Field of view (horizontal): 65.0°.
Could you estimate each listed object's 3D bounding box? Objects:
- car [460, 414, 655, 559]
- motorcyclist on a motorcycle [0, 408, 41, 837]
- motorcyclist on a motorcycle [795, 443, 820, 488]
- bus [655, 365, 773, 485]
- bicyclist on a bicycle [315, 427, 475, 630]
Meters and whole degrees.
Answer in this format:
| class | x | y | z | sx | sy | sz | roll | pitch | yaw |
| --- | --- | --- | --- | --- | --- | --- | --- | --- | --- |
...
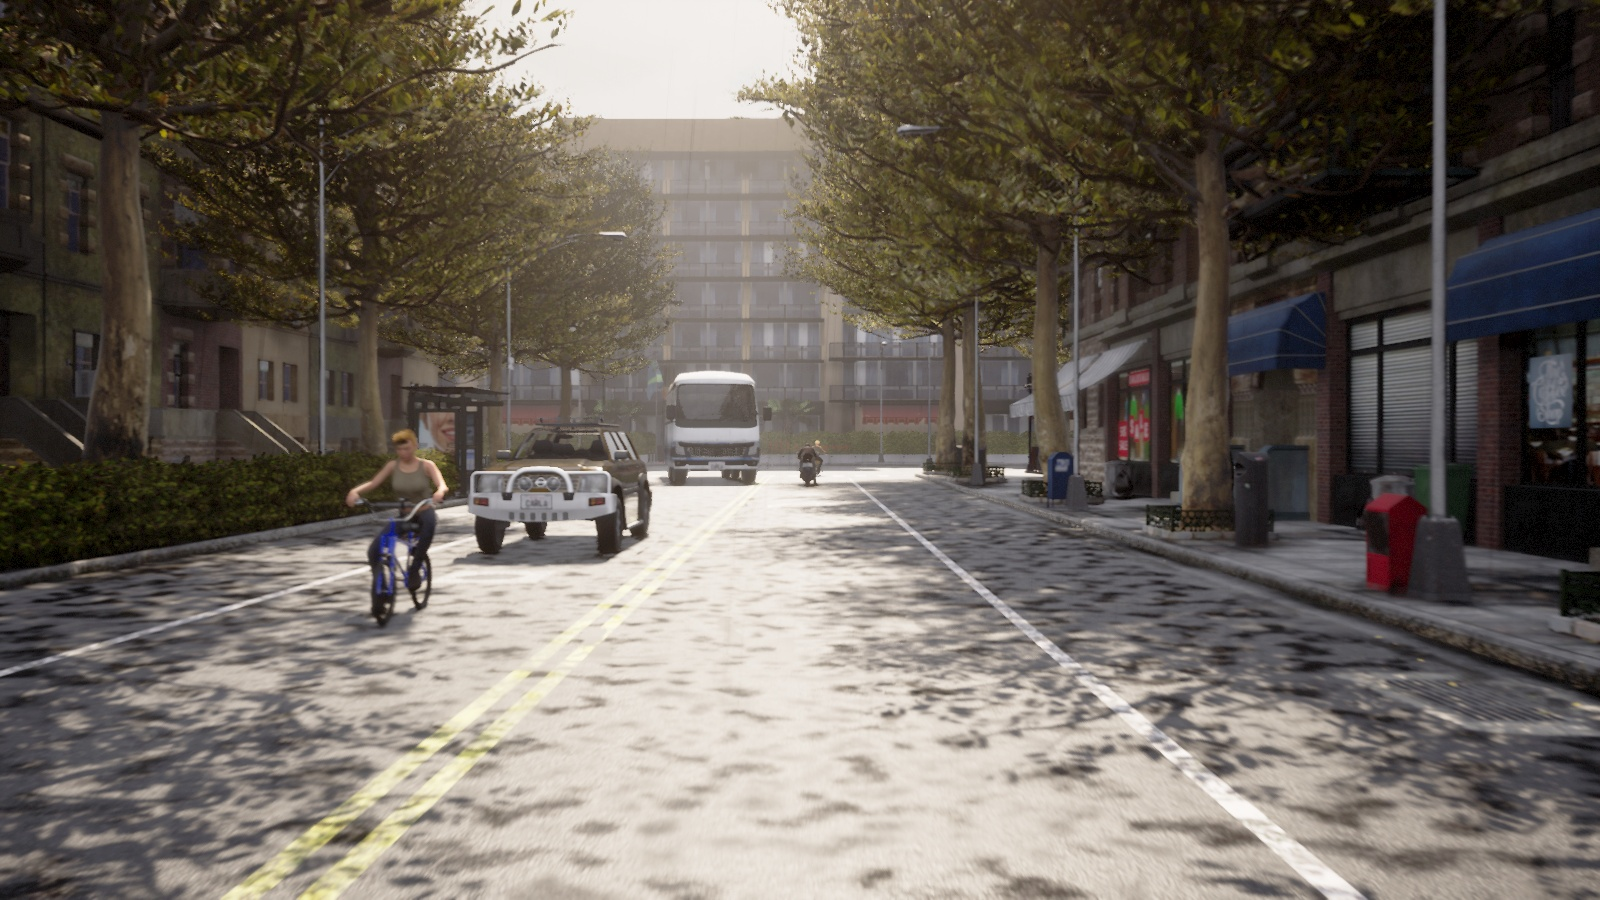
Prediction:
| class | x | y | z | sx | sy | sz | roll | pitch | yaw |
| --- | --- | --- | --- | --- | --- | --- | --- | --- | --- |
| car | -3.379 | 0.457 | 18.425 | 1.932 | 1.855 | 4.605 | 0 | 0 | 0 |
| motorcyclist on a motorcycle | -3.462 | 0.672 | 3.903 | 0.766 | 1.649 | 2.350 | 0 | 0 | 0 |
| motorcyclist on a motorcycle | 0.266 | 0.532 | 44.292 | 0.866 | 1.530 | 2.191 | 0 | 0 | 0 |
| bus | -3.654 | -0.916 | 50.173 | 3.944 | 4.253 | 10.273 | 0 | 0 | -8 |
| bicyclist on a bicycle | -3.418 | 0.620 | 10.738 | 0.866 | 1.612 | 1.509 | 0 | 0 | 1 |
